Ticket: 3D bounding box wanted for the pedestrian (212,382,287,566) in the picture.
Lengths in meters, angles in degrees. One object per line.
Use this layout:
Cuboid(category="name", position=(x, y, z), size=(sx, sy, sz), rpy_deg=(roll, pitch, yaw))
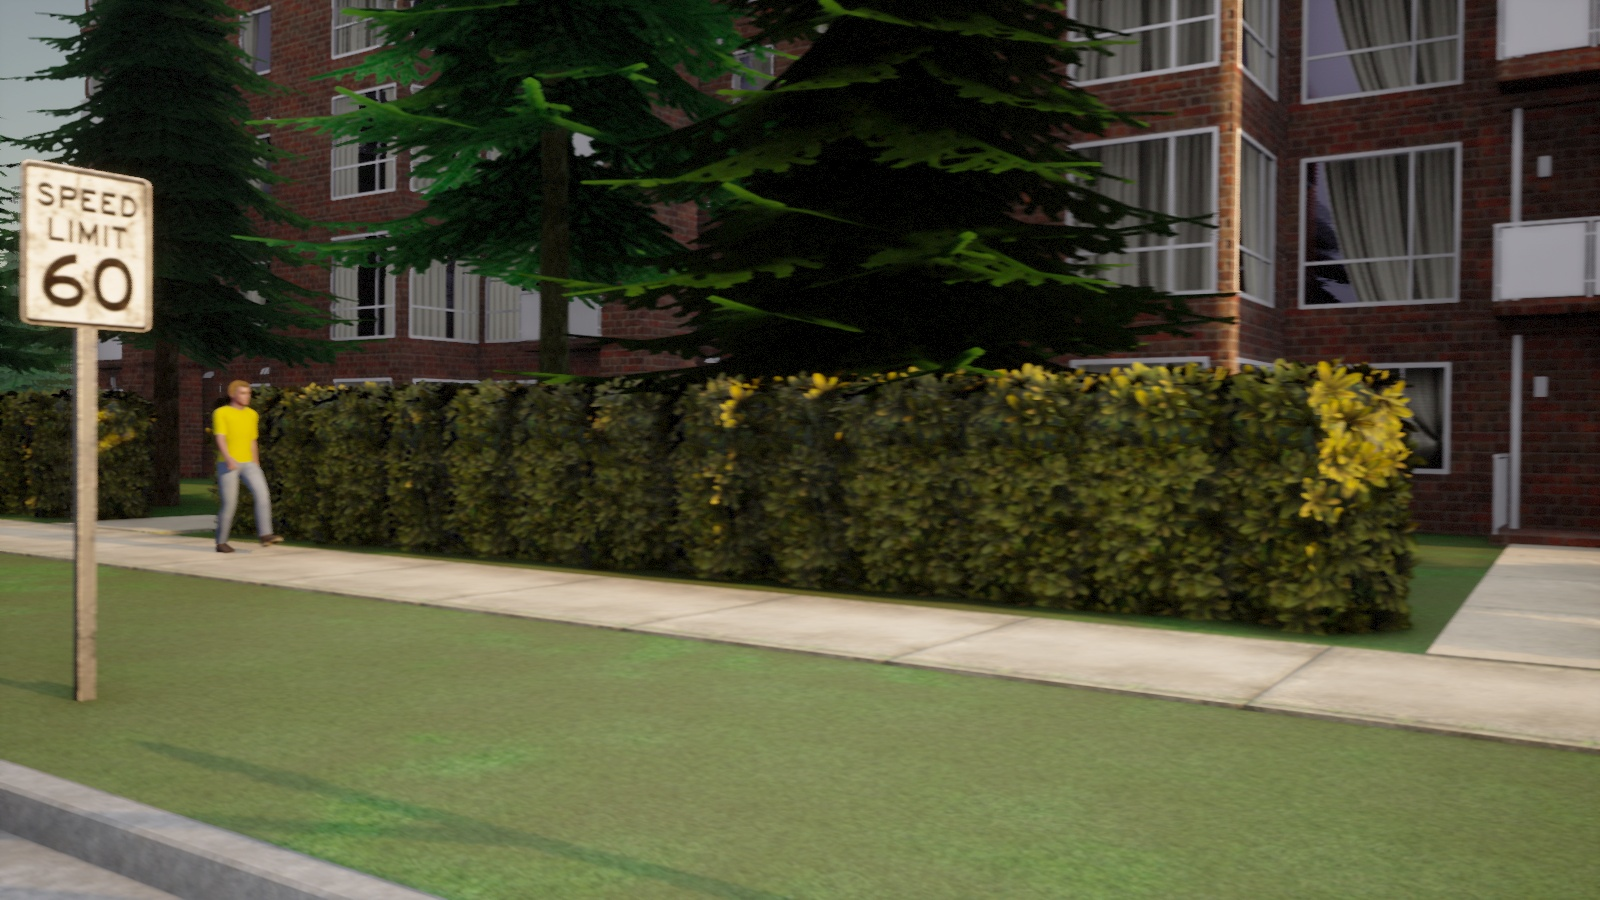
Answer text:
Cuboid(category="pedestrian", position=(-5.633, 0.236, 12.844), size=(0.706, 1.836, 0.354), rpy_deg=(0, 1, 33))
